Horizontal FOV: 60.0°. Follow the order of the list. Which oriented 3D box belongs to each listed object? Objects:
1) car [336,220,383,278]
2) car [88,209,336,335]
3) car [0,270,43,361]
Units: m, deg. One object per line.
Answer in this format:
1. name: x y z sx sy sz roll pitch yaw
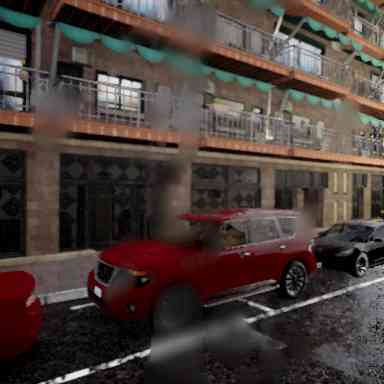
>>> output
1. car: 5.120 1.573 10.202 4.313 1.339 1.947 0 0 -35
2. car: 0.511 1.317 6.914 5.009 1.841 2.192 0 0 -35
3. car: -4.103 1.544 3.626 4.507 1.381 1.887 0 0 -35
